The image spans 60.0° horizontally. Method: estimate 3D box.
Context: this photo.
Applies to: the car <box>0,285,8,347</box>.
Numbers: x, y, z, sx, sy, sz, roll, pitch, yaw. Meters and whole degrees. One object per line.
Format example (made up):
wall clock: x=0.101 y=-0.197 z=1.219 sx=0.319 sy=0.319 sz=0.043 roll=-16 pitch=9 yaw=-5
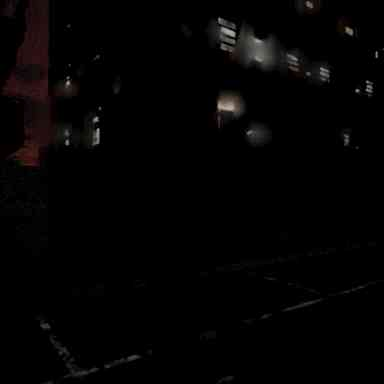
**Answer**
car: x=-4.457 y=1.536 z=3.379 sx=4.507 sy=1.381 sz=1.887 roll=0 pitch=0 yaw=-36
